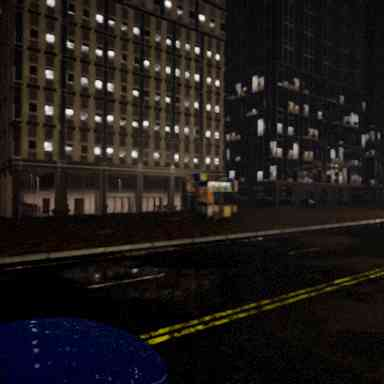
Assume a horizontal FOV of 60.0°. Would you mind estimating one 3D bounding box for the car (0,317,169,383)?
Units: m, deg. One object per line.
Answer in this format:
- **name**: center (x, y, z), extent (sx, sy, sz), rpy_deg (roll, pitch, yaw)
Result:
- **car**: center (-2.430, 1.479, 1.708), extent (5.008, 1.535, 1.882), rpy_deg (0, 0, -35)
